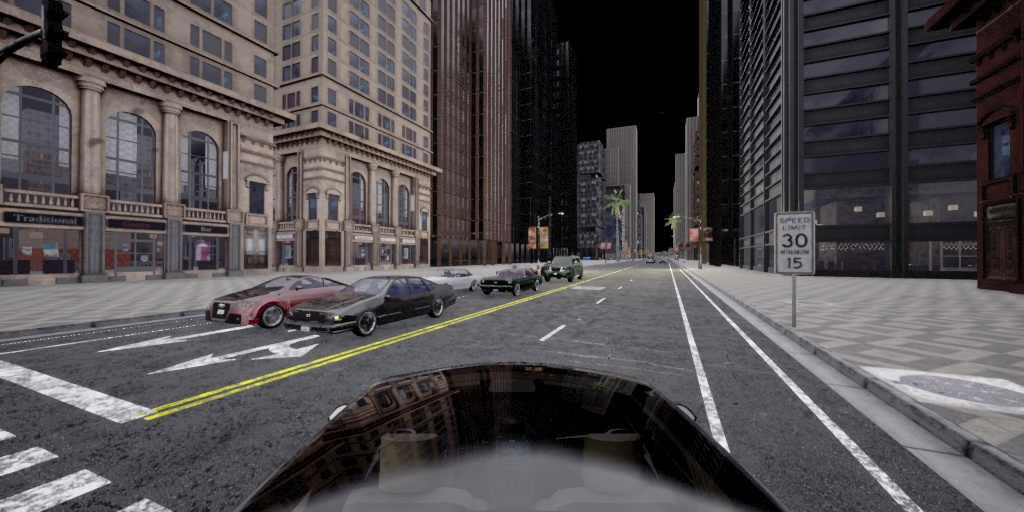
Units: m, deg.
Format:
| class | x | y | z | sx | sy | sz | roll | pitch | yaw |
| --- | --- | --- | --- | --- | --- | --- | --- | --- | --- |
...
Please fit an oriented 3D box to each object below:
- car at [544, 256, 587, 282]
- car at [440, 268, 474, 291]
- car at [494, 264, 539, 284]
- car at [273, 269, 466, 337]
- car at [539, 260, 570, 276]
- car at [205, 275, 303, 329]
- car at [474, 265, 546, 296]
| class | x | y | z | sx | sy | sz | roll | pitch | yaw |
| --- | --- | --- | --- | --- | --- | --- | --- | --- | --- |
| car | 4.330 | 0.987 | 29.367 | 2.150 | 2.045 | 5.566 | 0 | 0 | 23 |
| car | -3.512 | 1.357 | 19.454 | 1.895 | 1.301 | 4.718 | 0 | 0 | 23 |
| car | 0.449 | 1.364 | 28.594 | 1.895 | 1.301 | 4.718 | 0 | 0 | 24 |
| car | -3.738 | 1.299 | 10.755 | 2.033 | 1.411 | 5.357 | 0 | 0 | 23 |
| car | 4.541 | 1.251 | 37.944 | 1.882 | 1.535 | 5.008 | 0 | 0 | 24 |
| car | -6.990 | 1.316 | 11.413 | 1.994 | 1.385 | 4.181 | 0 | 0 | 24 |
| car | 0.074 | 1.358 | 19.554 | 1.895 | 1.301 | 4.718 | 0 | 0 | 24 |
